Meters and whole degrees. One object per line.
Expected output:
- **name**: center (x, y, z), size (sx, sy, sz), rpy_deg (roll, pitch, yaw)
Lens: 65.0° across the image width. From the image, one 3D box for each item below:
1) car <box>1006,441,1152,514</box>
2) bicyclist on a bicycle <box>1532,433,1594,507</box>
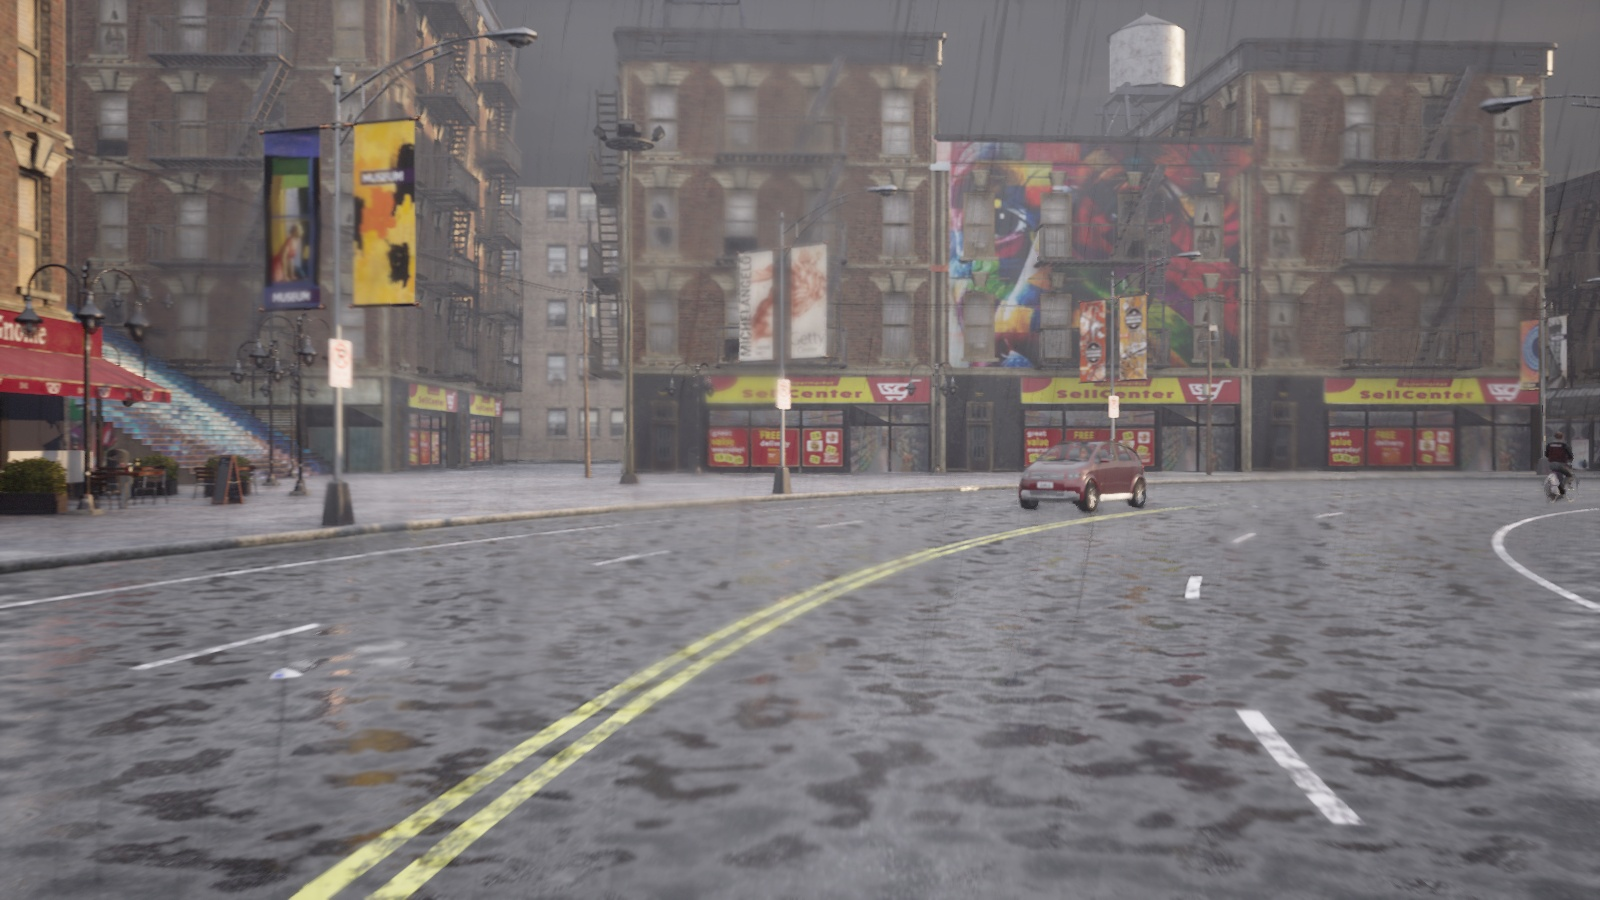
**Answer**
- **car**: center (6.365, 0.574, 28.443), size (1.789, 1.549, 3.705), rpy_deg (0, 0, 38)
- **bicyclist on a bicycle**: center (18.830, 0.470, 30.974), size (1.843, 1.776, 0.659), rpy_deg (0, 1, -37)
